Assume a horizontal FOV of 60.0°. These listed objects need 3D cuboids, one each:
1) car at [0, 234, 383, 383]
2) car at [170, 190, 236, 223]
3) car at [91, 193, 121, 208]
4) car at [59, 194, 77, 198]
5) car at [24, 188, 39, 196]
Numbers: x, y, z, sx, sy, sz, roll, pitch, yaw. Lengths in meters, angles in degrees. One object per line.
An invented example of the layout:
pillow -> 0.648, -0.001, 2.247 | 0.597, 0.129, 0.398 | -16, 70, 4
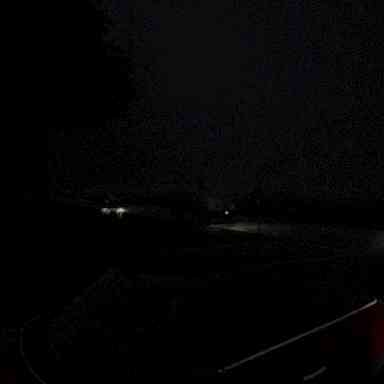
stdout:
car -> -0.147, 1.348, 2.844 | 4.553, 1.767, 2.097 | 0, 0, -36
car -> 0.568, 0.911, 23.206 | 2.150, 2.045, 5.566 | -1, 2, -36
car -> -9.712, 0.900, 37.388 | 1.882, 1.535, 5.008 | -1, 2, -36
car -> -18.709, 0.428, 49.935 | 1.895, 1.301, 4.718 | -1, 1, -36
car -> -40.543, -0.045, 84.704 | 2.150, 2.045, 5.566 | -1, 1, -36
